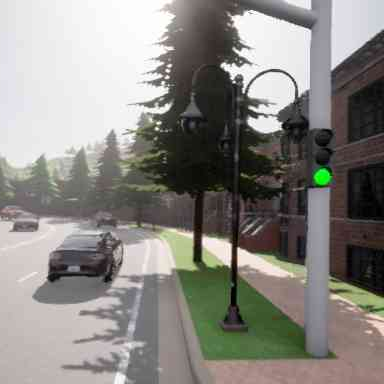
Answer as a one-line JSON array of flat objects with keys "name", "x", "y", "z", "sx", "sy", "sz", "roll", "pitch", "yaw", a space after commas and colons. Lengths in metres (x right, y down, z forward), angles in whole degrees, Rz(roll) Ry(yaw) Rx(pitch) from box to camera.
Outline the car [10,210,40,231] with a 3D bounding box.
[{"name": "car", "x": -14.149, "y": 2.540, "z": 28.628, "sx": 1.812, "sy": 1.442, "sz": 4.674, "roll": 3, "pitch": -3, "yaw": -22}]

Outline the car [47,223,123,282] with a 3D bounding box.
[{"name": "car", "x": -3.405, "y": 2.007, "z": 11.209, "sx": 1.812, "sy": 1.442, "sz": 4.674, "roll": 2, "pitch": -3, "yaw": -6}]

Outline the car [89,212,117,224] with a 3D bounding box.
[{"name": "car", "x": -9.679, "y": 2.894, "z": 36.039, "sx": 2.097, "sy": 1.767, "sz": 4.553, "roll": 3, "pitch": -3, "yaw": -28}]

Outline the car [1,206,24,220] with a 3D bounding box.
[{"name": "car", "x": -22.974, "y": 2.615, "z": 42.955, "sx": 2.097, "sy": 1.767, "sz": 4.553, "roll": 5, "pitch": -4, "yaw": -44}]
